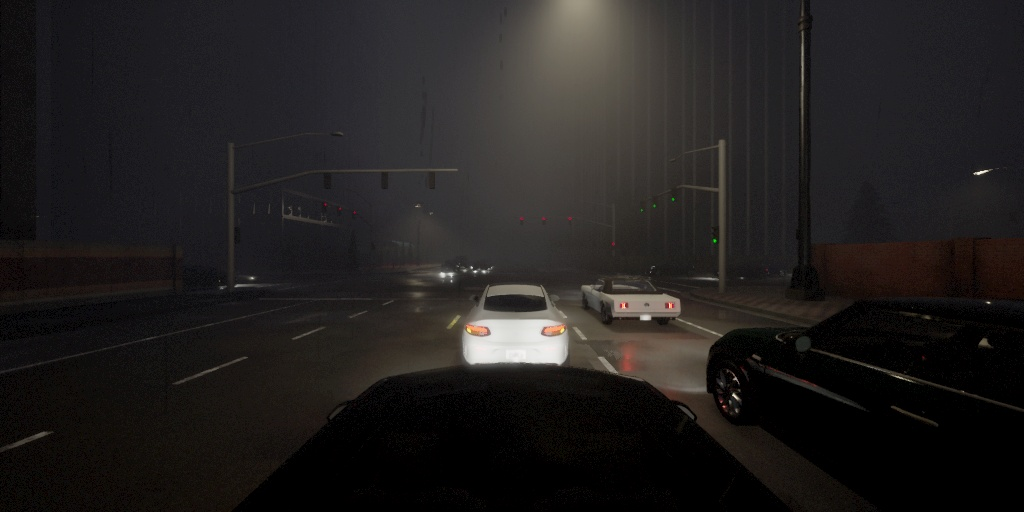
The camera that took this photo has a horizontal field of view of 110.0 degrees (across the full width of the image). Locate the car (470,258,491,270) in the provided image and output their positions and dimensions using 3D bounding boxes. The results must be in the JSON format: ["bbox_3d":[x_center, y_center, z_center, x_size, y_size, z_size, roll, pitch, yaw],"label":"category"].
[{"bbox_3d":[-4.427,1.312,50.793,1.994,1.385,4.181,0,0,-1],"label":"car"}]

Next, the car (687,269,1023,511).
[{"bbox_3d":[3.599,1.102,2.870,2.097,1.767,4.553,0,0,0],"label":"car"}]

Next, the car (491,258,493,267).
[{"bbox_3d":[-4.551,1.274,59.408,1.812,1.442,4.674,0,0,-1],"label":"car"}]

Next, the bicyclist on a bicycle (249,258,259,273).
[{"bbox_3d":[-28.411,1.049,39.488,0.582,1.620,1.656,0,0,-1],"label":"bicyclist on a bicycle"}]

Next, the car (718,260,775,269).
[{"bbox_3d":[20.187,1.313,31.671,4.181,1.385,1.994,0,0,-1],"label":"car"}]

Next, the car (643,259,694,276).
[{"bbox_3d":[15.336,1.101,35.125,4.553,1.767,2.097,0,0,0],"label":"car"}]

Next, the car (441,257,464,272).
[{"bbox_3d":[-7.895,1.240,46.226,2.128,1.511,4.902,0,0,1],"label":"car"}]

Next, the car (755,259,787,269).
[{"bbox_3d":[24.228,1.101,35.207,4.553,1.767,2.097,0,0,-1],"label":"car"}]

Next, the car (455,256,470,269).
[{"bbox_3d":[-8.004,0.967,56.252,2.150,2.045,5.566,0,0,-1],"label":"car"}]

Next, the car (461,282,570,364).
[{"bbox_3d":[0.058,1.276,7.554,1.812,1.442,4.674,0,0,0],"label":"car"}]

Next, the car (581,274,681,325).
[{"bbox_3d":[3.562,1.350,11.772,1.895,1.301,4.718,0,0,0],"label":"car"}]

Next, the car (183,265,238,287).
[{"bbox_3d":[-21.020,1.313,24.062,4.181,1.385,1.994,0,0,0],"label":"car"}]
